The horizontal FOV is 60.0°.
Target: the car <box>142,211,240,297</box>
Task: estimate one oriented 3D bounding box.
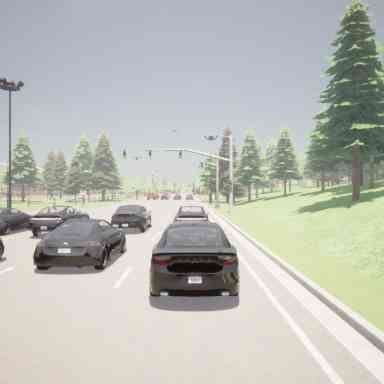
[{"bbox_3d":[0.041,1.478,8.640,1.882,1.535,5.008,0,0,0],"label":"car"}]

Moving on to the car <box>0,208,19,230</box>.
[{"bbox_3d":[-10.534,1.564,18.651,1.994,1.385,4.181,0,0,0],"label":"car"}]

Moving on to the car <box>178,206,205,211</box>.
[{"bbox_3d":[-0.031,1.492,18.135,2.128,1.511,4.902,0,0,0],"label":"car"}]

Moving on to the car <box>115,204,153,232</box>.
[{"bbox_3d":[-3.541,1.505,19.911,1.837,1.490,4.892,0,0,0],"label":"car"}]

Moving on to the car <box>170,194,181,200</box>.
[{"bbox_3d":[-4.161,1.517,92.041,2.128,1.511,4.902,0,0,0],"label":"car"}]

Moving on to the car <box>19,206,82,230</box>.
[{"bbox_3d":[-7.031,1.492,18.174,2.128,1.511,4.902,0,0,0],"label":"car"}]

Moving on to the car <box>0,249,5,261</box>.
[{"bbox_3d":[-3.415,1.526,2.184,1.812,1.442,4.674,0,0,0],"label":"car"}]

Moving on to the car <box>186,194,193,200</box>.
[{"bbox_3d":[-0.665,1.545,92.483,1.994,1.385,4.181,0,0,0],"label":"car"}]

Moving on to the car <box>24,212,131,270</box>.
[{"bbox_3d":[-3.479,1.564,11.044,1.994,1.385,4.181,0,0,0],"label":"car"}]

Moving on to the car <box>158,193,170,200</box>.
[{"bbox_3d":[-7.661,1.491,92.016,1.837,1.490,4.892,0,0,0],"label":"car"}]

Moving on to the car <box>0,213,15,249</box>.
[{"bbox_3d":[-6.973,1.526,8.906,1.812,1.442,4.674,0,0,-1],"label":"car"}]

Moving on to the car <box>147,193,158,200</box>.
[{"bbox_3d":[-11.161,1.217,92.021,2.150,2.045,5.566,0,0,0],"label":"car"}]
